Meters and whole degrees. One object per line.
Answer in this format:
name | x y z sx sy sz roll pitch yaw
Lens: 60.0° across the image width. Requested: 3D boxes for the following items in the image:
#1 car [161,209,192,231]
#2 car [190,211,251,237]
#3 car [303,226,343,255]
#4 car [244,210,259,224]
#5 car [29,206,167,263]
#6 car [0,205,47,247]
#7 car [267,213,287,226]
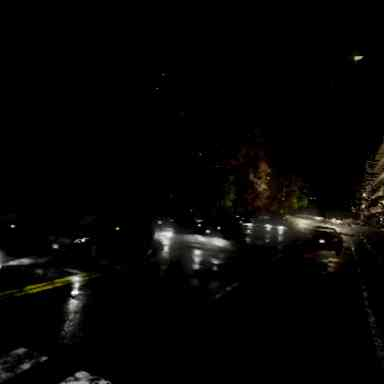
car | -1.242 1.904 23.414 1.994 1.385 4.181 5 -1 25
car | 2.122 2.205 22.986 2.033 1.411 5.357 5 -1 25
car | 7.666 2.683 19.287 1.994 1.385 4.181 5 -1 25
car | 7.003 3.046 41.367 1.837 1.490 4.892 5 -2 25
car | -2.979 1.442 11.772 1.812 1.442 4.674 5 -1 25
car | -5.923 1.224 13.133 1.994 1.385 4.181 5 -1 25
car | 10.811 3.448 41.869 1.812 1.442 4.674 5 -2 25
